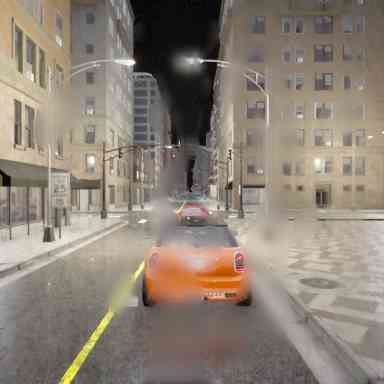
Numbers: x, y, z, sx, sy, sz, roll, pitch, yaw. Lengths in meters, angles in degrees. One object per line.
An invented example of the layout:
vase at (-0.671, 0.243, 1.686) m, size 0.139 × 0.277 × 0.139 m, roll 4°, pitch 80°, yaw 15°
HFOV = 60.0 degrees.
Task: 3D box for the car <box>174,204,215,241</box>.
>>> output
car at (0.096, 1.476, 17.766) m, size 1.882 × 1.535 × 5.008 m, roll 0°, pitch 0°, yaw 0°

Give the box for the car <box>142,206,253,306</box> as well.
car at (0.094, 1.352, 8.166) m, size 2.097 × 1.767 × 4.553 m, roll 0°, pitch 0°, yaw 0°
